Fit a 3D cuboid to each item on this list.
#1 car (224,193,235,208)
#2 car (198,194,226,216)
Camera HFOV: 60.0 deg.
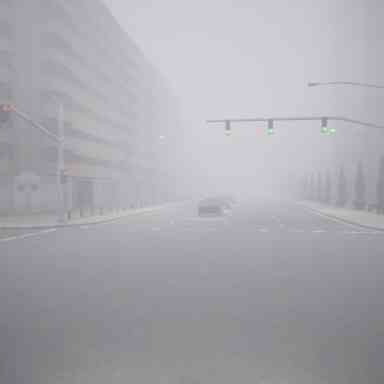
[{"bbox_3d":[3.605,1.152,40.158,2.128,1.511,4.902,0,0,11],"label":"car"},{"bbox_3d":[1.734,1.221,29.904,1.882,1.535,5.008,0,0,10],"label":"car"}]
